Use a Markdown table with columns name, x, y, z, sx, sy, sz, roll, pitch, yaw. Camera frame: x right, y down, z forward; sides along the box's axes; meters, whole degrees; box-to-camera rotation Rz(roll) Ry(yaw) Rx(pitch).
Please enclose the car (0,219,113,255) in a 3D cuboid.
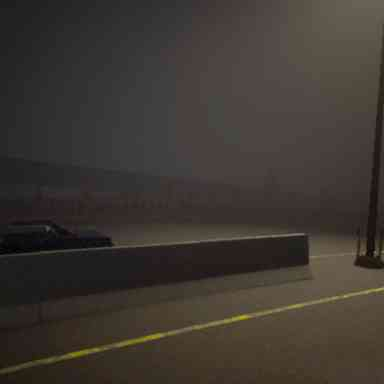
| name | x | y | z | sx | sy | sz | roll | pitch | yaw |
| --- | --- | --- | --- | --- | --- | --- | --- | --- | --- |
| car | -4.658 | 1.415 | 8.798 | 4.718 | 1.301 | 1.895 | 0 | 1 | -30 |
